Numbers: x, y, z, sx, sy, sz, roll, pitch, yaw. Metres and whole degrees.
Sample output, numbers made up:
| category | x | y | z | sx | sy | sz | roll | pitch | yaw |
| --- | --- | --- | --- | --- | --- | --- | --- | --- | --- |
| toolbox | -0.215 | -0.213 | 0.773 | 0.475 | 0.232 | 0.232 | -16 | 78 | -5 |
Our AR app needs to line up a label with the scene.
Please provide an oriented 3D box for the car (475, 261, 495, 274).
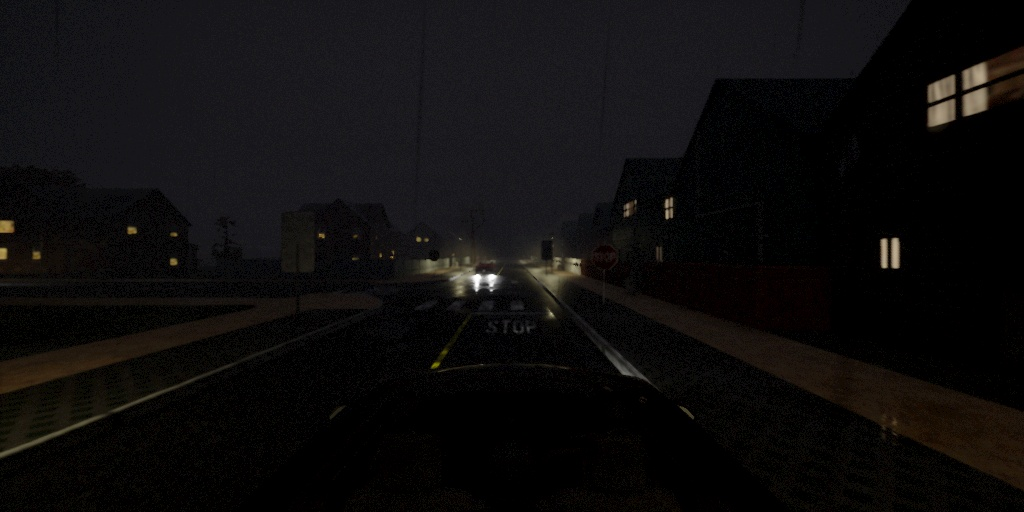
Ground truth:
| category | x | y | z | sx | sy | sz | roll | pitch | yaw |
| --- | --- | --- | --- | --- | --- | --- | --- | --- | --- |
| car | -2.748 | 1.153 | 37.515 | 1.895 | 1.301 | 4.718 | 0 | 0 | 0 |
